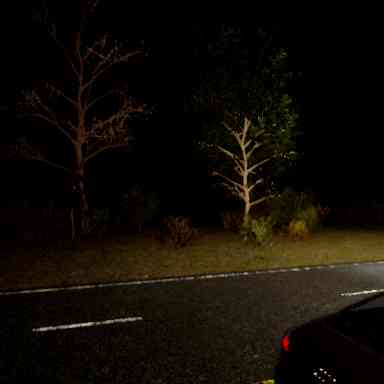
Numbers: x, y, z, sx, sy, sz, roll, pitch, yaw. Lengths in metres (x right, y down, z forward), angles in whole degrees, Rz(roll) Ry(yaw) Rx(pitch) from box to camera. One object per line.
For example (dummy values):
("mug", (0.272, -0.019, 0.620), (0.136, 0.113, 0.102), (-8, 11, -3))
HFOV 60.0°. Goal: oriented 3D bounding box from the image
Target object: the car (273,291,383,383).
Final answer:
("car", (2.915, 1.561, 3.100), (4.181, 1.385, 1.994), (0, 0, -17))
